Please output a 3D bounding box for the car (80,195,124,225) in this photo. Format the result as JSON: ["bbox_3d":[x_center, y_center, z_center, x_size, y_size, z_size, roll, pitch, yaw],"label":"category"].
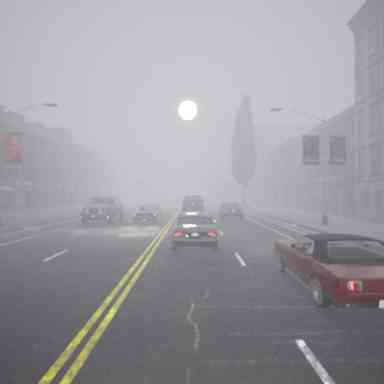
[{"bbox_3d":[-6.596,1.270,25.009,2.150,2.045,5.566,0,0,0],"label":"car"}]

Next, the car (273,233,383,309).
[{"bbox_3d":[3.334,1.620,7.860,1.895,1.301,4.718,0,0,0],"label":"car"}]

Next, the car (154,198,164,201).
[{"bbox_3d":[-6.495,1.884,66.386,2.128,1.511,4.902,0,-1,0],"label":"car"}]

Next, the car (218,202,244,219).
[{"bbox_3d":[3.351,1.612,29.431,2.033,1.411,5.357,0,0,0],"label":"car"}]

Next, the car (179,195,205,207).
[{"bbox_3d":[0.105,1.310,34.276,2.150,2.045,5.566,0,0,0],"label":"car"}]

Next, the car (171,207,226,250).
[{"bbox_3d":[0.101,1.574,14.362,2.033,1.411,5.357,0,0,0],"label":"car"}]

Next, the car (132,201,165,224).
[{"bbox_3d":[-3.345,1.651,25.669,1.895,1.301,4.718,0,0,0],"label":"car"}]

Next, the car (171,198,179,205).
[{"bbox_3d":[-3.249,1.881,66.469,2.128,1.511,4.902,0,-1,0],"label":"car"}]
